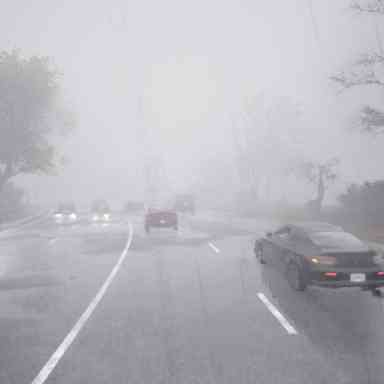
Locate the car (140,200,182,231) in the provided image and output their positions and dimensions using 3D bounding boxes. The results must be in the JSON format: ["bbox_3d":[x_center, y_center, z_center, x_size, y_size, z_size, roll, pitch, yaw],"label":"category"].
[{"bbox_3d":[-2.056,1.494,20.884,1.882,1.535,5.008,0,0,-10],"label":"car"}]

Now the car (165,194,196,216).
[{"bbox_3d":[-1.267,1.244,32.765,2.150,2.045,5.566,0,0,-16],"label":"car"}]

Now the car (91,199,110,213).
[{"bbox_3d":[-10.271,1.533,37.235,2.128,1.511,4.902,0,0,-19],"label":"car"}]

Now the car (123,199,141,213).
[{"bbox_3d":[-6.859,1.515,38.633,1.882,1.535,5.008,0,0,-19],"label":"car"}]

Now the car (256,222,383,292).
[{"bbox_3d":[3.080,1.520,8.833,1.812,1.442,4.674,0,0,-5],"label":"car"}]

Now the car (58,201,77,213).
[{"bbox_3d":[-14.069,1.647,37.572,1.895,1.301,4.718,0,0,-21],"label":"car"}]
